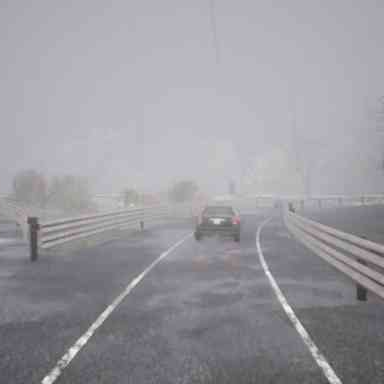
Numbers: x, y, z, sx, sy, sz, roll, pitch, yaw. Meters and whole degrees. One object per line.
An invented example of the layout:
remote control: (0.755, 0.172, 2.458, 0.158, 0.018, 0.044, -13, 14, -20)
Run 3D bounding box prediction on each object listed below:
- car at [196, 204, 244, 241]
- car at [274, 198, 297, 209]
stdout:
car: (1.558, 1.397, 17.137, 2.097, 1.767, 4.553, 0, 0, 11)
car: (12.565, 1.548, 44.610, 2.128, 1.511, 4.902, -1, -1, 34)
